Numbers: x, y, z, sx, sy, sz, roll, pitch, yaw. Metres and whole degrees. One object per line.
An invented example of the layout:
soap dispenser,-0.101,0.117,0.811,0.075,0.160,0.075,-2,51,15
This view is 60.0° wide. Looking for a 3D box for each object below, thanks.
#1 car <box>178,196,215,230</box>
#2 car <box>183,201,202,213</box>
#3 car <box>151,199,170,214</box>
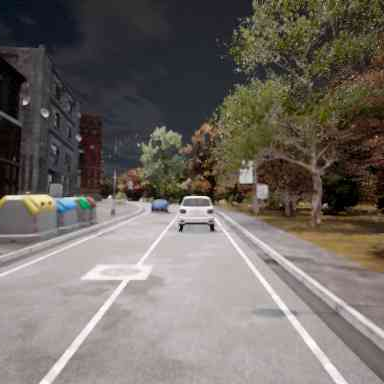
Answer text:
car,0.294,1.284,21.586,2.150,2.045,5.566,0,0,1
car,0.049,1.729,39.743,1.895,1.301,4.718,1,0,-4
car,-3.540,1.567,37.405,1.882,1.535,5.008,1,0,-3
